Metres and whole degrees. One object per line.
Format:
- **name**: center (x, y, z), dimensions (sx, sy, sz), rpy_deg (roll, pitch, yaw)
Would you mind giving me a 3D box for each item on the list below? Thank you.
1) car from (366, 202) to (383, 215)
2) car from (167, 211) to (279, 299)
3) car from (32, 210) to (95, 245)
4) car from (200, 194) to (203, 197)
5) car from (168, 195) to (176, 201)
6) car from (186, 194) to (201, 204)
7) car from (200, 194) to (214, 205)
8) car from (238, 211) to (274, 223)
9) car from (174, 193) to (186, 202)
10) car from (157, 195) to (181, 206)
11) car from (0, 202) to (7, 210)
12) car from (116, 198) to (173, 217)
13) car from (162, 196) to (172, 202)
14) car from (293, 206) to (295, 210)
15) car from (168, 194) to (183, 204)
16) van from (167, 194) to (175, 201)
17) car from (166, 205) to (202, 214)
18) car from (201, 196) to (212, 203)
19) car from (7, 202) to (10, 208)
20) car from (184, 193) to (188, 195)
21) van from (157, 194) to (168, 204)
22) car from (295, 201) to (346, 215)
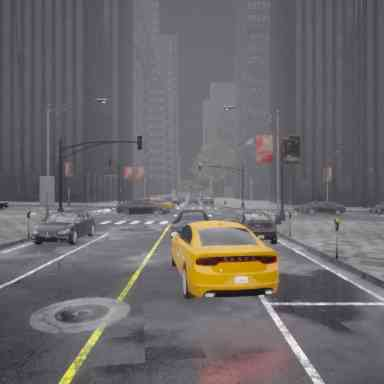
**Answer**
- **car**: center (24.078, 1.983, 40.804), dimensions (4.902, 1.511, 2.128), rpy_deg (1, 0, 0)
- **car**: center (0.545, 1.479, 8.622), dimensions (1.882, 1.535, 5.008), rpy_deg (0, 0, -9)
- **car**: center (-5.776, 1.553, 15.439), dimensions (2.008, 1.369, 4.403), rpy_deg (0, 0, 0)
- **car**: center (2.942, 1.548, 63.310), dimensions (1.752, 1.417, 4.829), rpy_deg (0, 0, 0)
- **car**: center (-5.362, 1.585, 90.769), dimensions (1.887, 1.381, 4.507), rpy_deg (0, 0, 0)
- **car**: center (0.300, 1.571, 65.564), dimensions (2.033, 1.411, 5.357), rpy_deg (0, 0, 0)
- **car**: center (2.896, 1.570, 57.628), dimensions (2.008, 1.369, 4.403), rpy_deg (0, 0, 0)
- **car**: center (2.749, 1.553, 15.445), dimensions (2.008, 1.369, 4.403), rpy_deg (0, 0, 0)
- **car**: center (-2.852, 1.515, 64.859), dimensions (2.128, 1.511, 4.902), rpy_deg (0, 0, 1)
- **car**: center (-4.140, 1.457, 37.689), dimensions (5.008, 1.535, 1.882), rpy_deg (1, 2, -41)
- **car**: center (-20.413, 1.167, 30.957), dimensions (4.892, 1.490, 1.837), rpy_deg (1, 0, 0)
- **car**: center (-4.532, 1.512, 30.931), dimensions (4.892, 1.490, 1.837), rpy_deg (0, -1, 0)
- **car**: center (-5.495, 1.595, 74.232), dimensions (1.947, 1.339, 4.313), rpy_deg (0, 0, 0)
- **car**: center (14.867, 1.844, 40.836), dimensions (4.674, 1.442, 1.812), rpy_deg (1, 0, 2)
- **car**: center (-2.955, 1.496, 55.284), dimensions (1.882, 1.535, 5.008), rpy_deg (0, 0, 1)
- **van**: center (-5.406, 1.377, 85.257), dimensions (1.690, 1.788, 3.998), rpy_deg (0, 0, 0)
- **car**: center (0.036, 1.566, 16.133), dimensions (1.994, 1.385, 4.181), rpy_deg (0, 0, 0)
- **car**: center (2.985, 1.576, 68.653), dimensions (2.008, 1.369, 4.403), rpy_deg (0, 0, 0)
- **car**: center (-21.455, 1.252, 34.210), dimensions (4.718, 1.301, 1.895), rpy_deg (1, 0, 0)
- **car**: center (-2.724, 1.255, 75.456), dimensions (2.150, 2.045, 5.566), rpy_deg (0, 0, 0)
- **van**: center (-5.584, 1.364, 63.207), dimensions (1.690, 1.788, 3.998), rpy_deg (0, 0, 0)
- **car**: center (14.720, 1.814, 37.575), dimensions (4.892, 1.490, 1.837), rpy_deg (1, 0, 1)
